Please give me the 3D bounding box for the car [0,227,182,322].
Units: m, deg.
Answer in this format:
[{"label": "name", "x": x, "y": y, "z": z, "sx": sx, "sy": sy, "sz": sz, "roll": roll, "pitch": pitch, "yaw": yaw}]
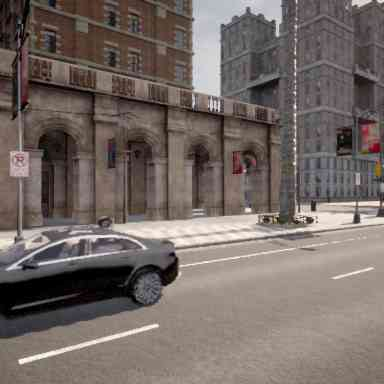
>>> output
[{"label": "car", "x": -2.528, "y": 1.491, "z": 6.484, "sx": 4.902, "sy": 1.511, "sz": 2.128, "roll": 0, "pitch": 0, "yaw": -35}]
